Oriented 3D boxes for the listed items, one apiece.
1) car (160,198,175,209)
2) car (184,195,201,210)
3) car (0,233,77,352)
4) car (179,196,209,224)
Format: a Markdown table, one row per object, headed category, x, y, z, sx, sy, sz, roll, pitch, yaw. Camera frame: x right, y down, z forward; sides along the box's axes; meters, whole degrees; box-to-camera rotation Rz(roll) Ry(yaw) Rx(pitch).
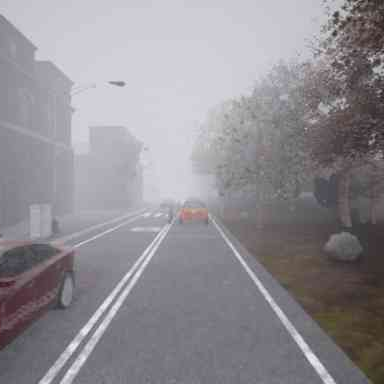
| category | x | y | z | sx | sy | sz | roll | pitch | yaw |
| --- | --- | --- | --- | --- | --- | --- | --- | --- | --- |
| car | -3.352 | 1.527 | 45.987 | 2.033 | 1.411 | 5.357 | 0 | 0 | 0 |
| car | 0.086 | 1.336 | 43.469 | 2.097 | 1.767 | 4.553 | 0 | 0 | 0 |
| car | -3.338 | 1.489 | 4.982 | 1.882 | 1.535 | 5.008 | 0 | 0 | 0 |
| car | 0.123 | 1.368 | 25.190 | 2.097 | 1.767 | 4.553 | 0 | 0 | 0 |
